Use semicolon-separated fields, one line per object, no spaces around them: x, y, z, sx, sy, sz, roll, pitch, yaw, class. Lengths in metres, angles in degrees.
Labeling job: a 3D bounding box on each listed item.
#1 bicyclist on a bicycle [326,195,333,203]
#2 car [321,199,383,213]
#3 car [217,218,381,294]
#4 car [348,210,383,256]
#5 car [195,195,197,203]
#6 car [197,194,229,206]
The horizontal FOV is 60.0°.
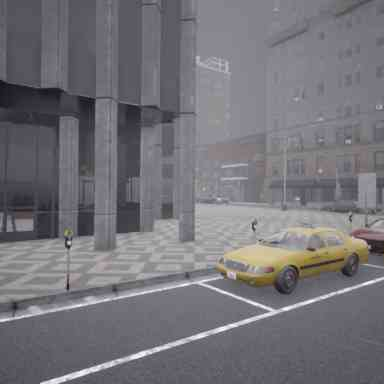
16.356;1.159;39.546;1.656;1.620;0.582;0;0;-35;bicyclist on a bicycle
14.776;1.397;30.966;2.033;1.411;5.357;1;0;-35;car
2.841;1.527;8.790;4.829;1.417;1.752;0;1;-36;car
7.555;1.548;12.160;4.507;1.381;1.887;0;1;-36;car
-0.593;1.089;58.195;2.128;1.511;4.902;1;0;-35;car
3.237;1.020;47.324;2.097;1.767;4.553;1;0;-35;car
